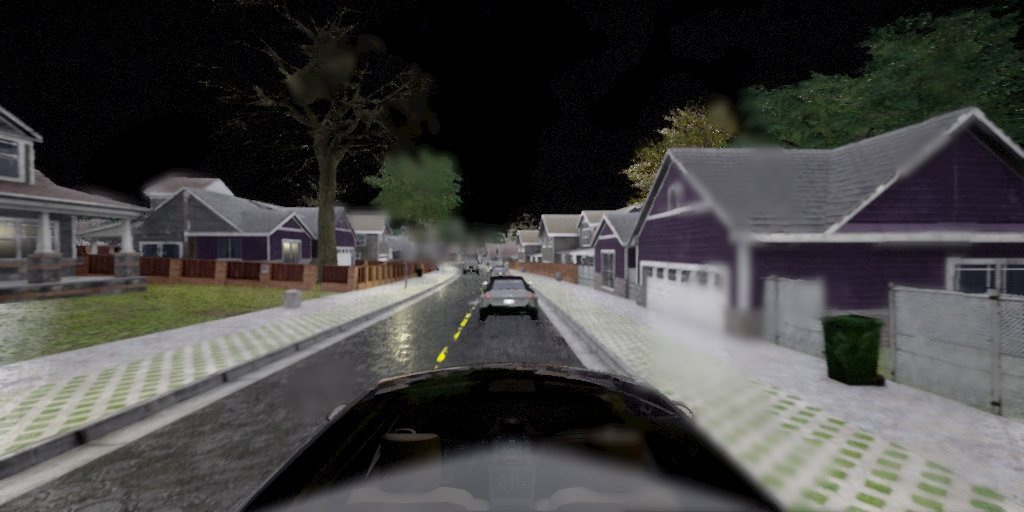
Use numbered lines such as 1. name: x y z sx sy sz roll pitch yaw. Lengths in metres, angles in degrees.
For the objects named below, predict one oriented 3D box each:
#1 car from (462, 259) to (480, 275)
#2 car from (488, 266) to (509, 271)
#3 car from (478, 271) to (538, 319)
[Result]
1. car: -5.619 1.485 49.190 2.150 2.045 5.566 0 -1 -7
2. car: -1.214 1.622 33.407 2.033 1.411 5.357 0 -1 -5
3. car: -0.147 1.422 13.293 1.994 1.385 4.181 0 0 -1
